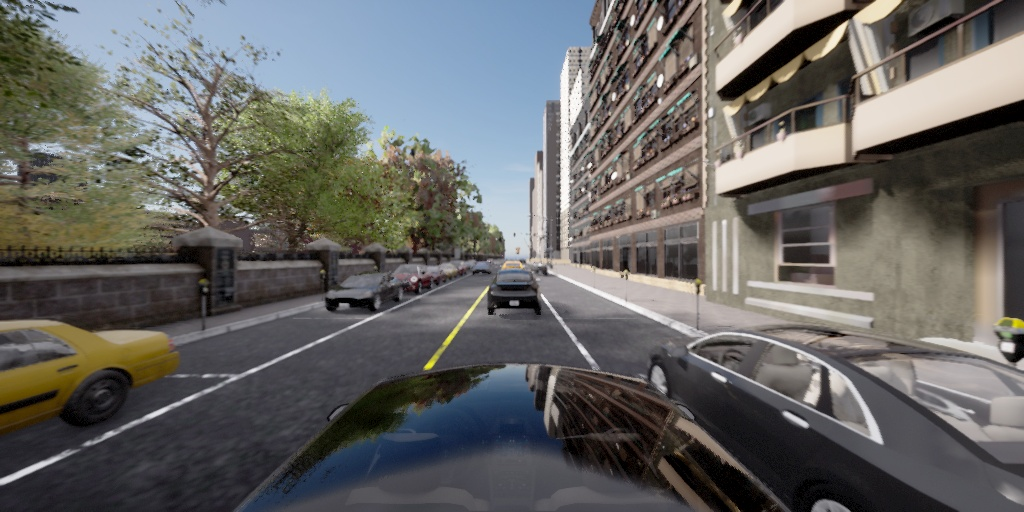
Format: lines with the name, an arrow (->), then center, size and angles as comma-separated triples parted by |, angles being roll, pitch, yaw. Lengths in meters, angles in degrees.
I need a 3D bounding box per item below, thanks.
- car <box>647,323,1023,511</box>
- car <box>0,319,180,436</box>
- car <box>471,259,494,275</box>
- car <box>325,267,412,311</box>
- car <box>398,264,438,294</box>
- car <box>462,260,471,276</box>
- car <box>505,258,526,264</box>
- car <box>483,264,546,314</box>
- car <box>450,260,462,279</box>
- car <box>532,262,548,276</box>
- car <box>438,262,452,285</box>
car -> 2.689, 1.299, 3.275 | 2.007, 1.370, 4.403 | 0, 0, 0
car -> -5.691, 1.274, 3.101 | 1.751, 1.417, 4.829 | 0, 0, 0
car -> -3.105, 1.278, 38.134 | 2.033, 1.411, 5.357 | 0, 0, 0
car -> -5.693, 1.307, 14.348 | 1.948, 1.339, 4.313 | 0, 0, 0
car -> -5.694, 1.178, 19.887 | 1.967, 1.591, 4.097 | 0, 0, 0
car -> -5.697, 1.171, 36.503 | 1.967, 1.591, 4.097 | 0, 0, 0
car -> 0.085, 1.210, 30.531 | 1.882, 1.535, 5.008 | 0, 0, 0
car -> 0.083, 1.246, 13.793 | 1.837, 1.490, 4.892 | 0, 0, 0
car -> -5.696, 1.258, 30.794 | 1.751, 1.417, 4.829 | 0, 0, 0
car -> 2.683, 1.281, 36.506 | 2.007, 1.370, 4.403 | 0, 0, 0
car -> -5.695, 1.317, 25.425 | 1.802, 1.307, 4.207 | 0, 0, 0
